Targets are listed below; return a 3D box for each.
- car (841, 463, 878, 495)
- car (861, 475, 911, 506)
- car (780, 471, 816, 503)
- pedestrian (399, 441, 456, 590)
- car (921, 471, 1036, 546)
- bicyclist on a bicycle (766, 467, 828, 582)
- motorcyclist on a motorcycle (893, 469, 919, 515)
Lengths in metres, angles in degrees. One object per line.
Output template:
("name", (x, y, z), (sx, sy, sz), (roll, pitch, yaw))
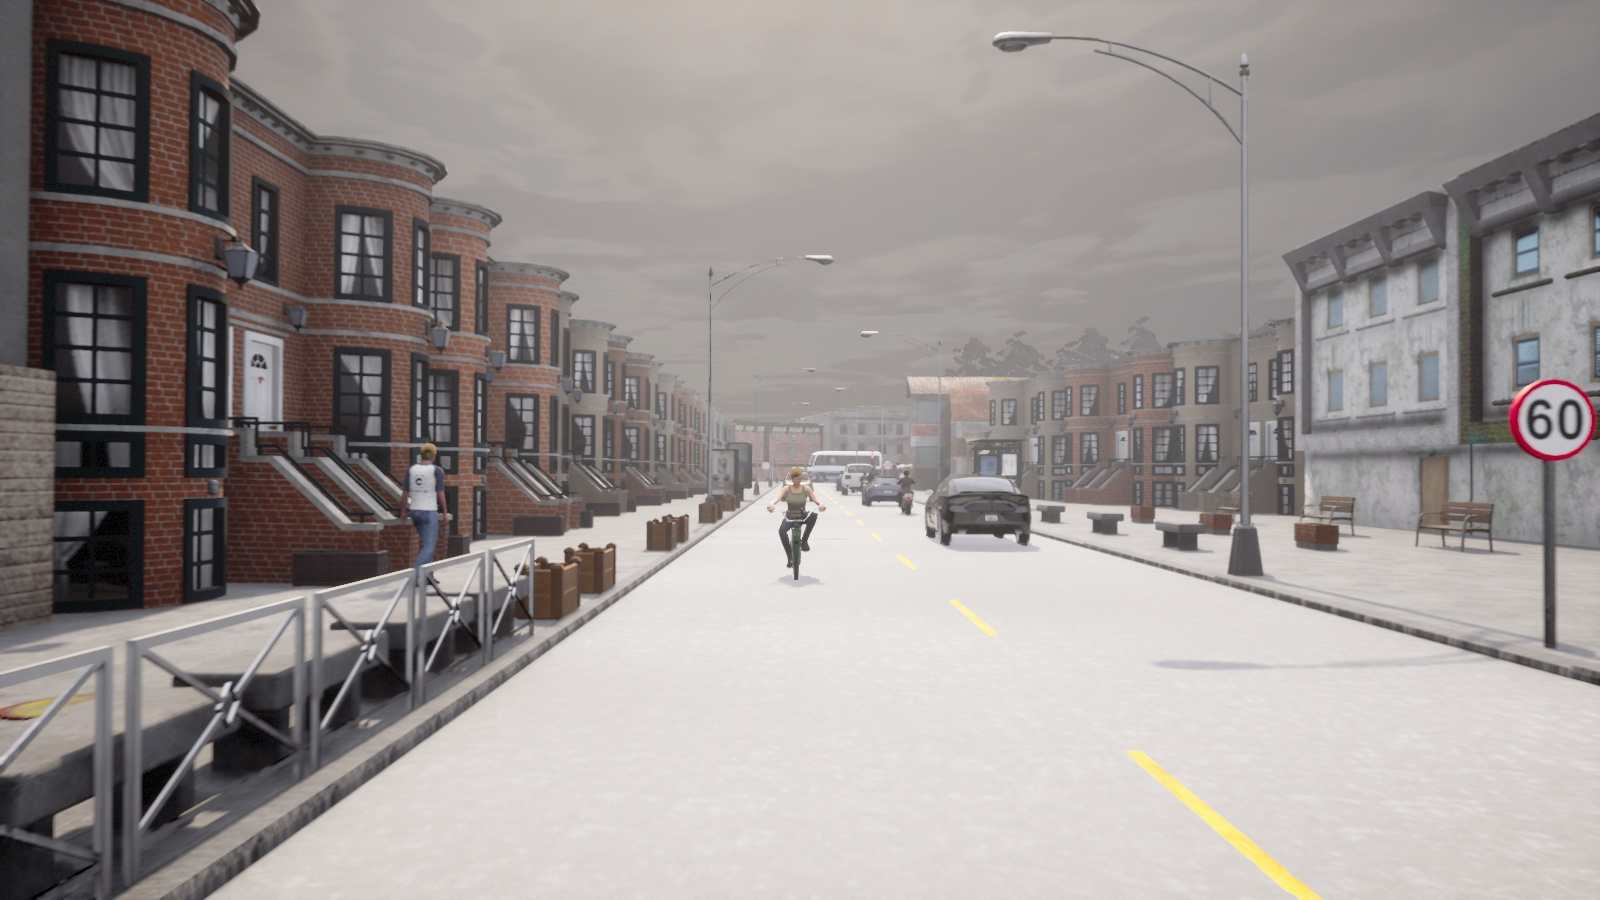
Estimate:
("car", (3.881, 1.908, 83.035), (2.150, 2.045, 5.566), (0, -1, 0))
("car", (3.905, 1.829, 57.681), (1.994, 1.385, 4.181), (0, -1, 0))
("car", (-0.102, 1.869, 64.272), (1.789, 1.549, 3.705), (0, -1, 0))
("pedestrian", (-4.686, 0.808, 15.838), (0.354, 1.836, 0.706), (-1, -1, 17))
("car", (3.929, 1.253, 28.461), (1.882, 1.535, 5.008), (0, -1, 0))
("bicyclist on a bicycle", (-0.043, 1.058, 18.344), (0.866, 1.612, 1.509), (0, -1, 0))
("motorcyclist on a motorcycle", (3.913, 1.526, 46.391), (0.766, 1.649, 2.350), (0, -1, 0))
